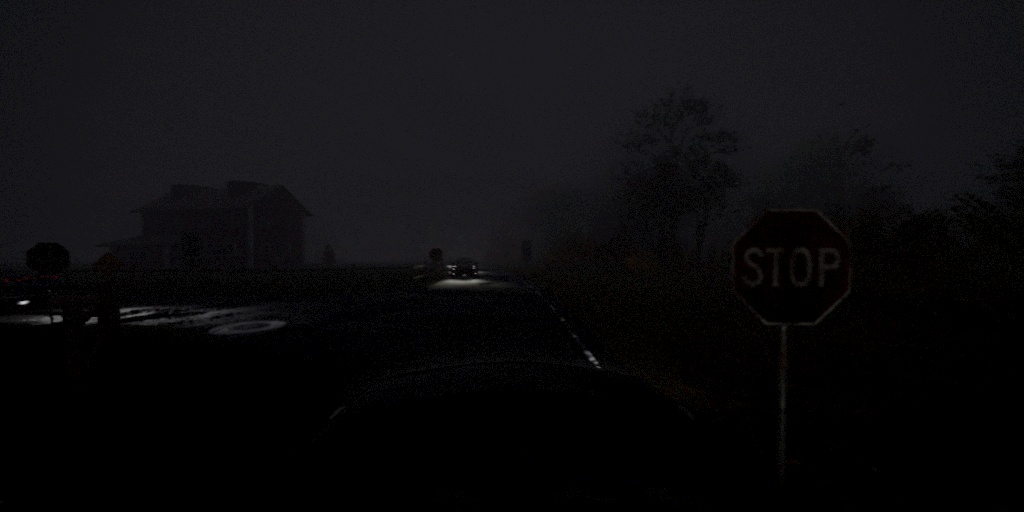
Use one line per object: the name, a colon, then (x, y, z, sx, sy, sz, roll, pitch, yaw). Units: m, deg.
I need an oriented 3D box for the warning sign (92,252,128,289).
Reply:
warning sign: (-20.270, 0.749, 17.982, 1.060, 1.860, 1.300, 0, 0, 4)

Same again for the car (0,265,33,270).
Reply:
car: (-23.114, 1.146, 15.822, 5.008, 1.535, 1.882, 0, 1, 4)

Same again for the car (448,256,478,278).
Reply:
car: (-3.921, 0.881, 29.906, 2.097, 1.767, 4.553, 0, 0, -7)

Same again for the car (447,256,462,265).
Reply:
car: (-9.967, 0.768, 61.626, 2.128, 1.511, 4.902, 0, 0, -15)

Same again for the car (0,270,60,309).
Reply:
car: (-19.111, 1.305, 12.581, 4.718, 1.301, 1.895, 0, 1, 4)
